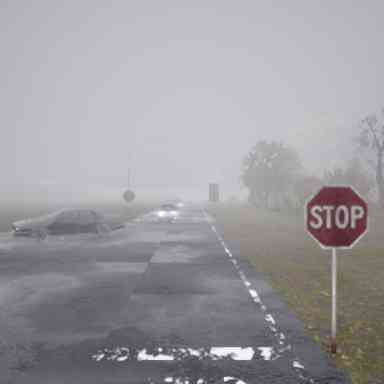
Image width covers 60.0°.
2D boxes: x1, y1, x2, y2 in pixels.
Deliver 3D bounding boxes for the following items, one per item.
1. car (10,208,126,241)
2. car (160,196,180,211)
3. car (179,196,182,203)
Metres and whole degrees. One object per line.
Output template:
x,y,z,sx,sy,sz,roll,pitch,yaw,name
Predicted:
-6.062,1.527,16.753,5.357,1.411,2.033,0,1,-35,car
-2.821,1.562,40.802,1.895,1.301,4.718,0,0,0,car
-2.864,1.511,65.726,1.895,1.301,4.718,0,0,0,car
